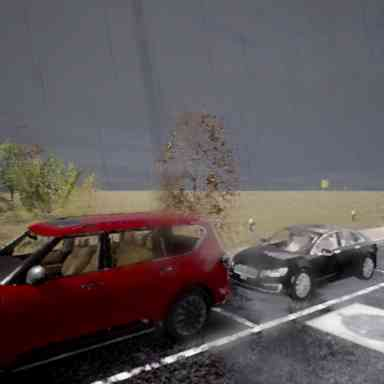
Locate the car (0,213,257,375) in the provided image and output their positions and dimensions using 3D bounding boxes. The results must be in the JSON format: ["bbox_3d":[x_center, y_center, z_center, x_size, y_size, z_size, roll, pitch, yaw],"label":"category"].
[{"bbox_3d":[-1.656,1.306,4.903,5.009,1.841,2.192,0,1,-35],"label":"car"}]

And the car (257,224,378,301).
[{"bbox_3d":[2.851,1.503,8.121,4.403,1.369,2.008,0,1,-35],"label":"car"}]
